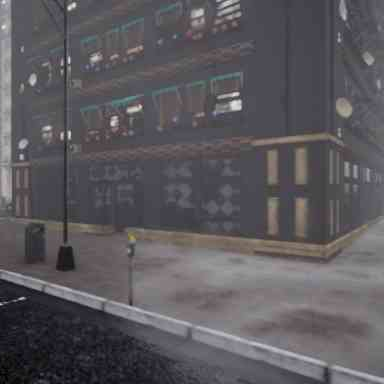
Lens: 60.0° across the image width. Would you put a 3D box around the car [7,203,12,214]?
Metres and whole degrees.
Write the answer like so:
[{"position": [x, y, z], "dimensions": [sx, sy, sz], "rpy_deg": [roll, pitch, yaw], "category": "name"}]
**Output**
[{"position": [-12.305, 1.180, 26.344], "dimensions": [1.947, 1.339, 4.313], "rpy_deg": [1, 2, 35], "category": "car"}]
